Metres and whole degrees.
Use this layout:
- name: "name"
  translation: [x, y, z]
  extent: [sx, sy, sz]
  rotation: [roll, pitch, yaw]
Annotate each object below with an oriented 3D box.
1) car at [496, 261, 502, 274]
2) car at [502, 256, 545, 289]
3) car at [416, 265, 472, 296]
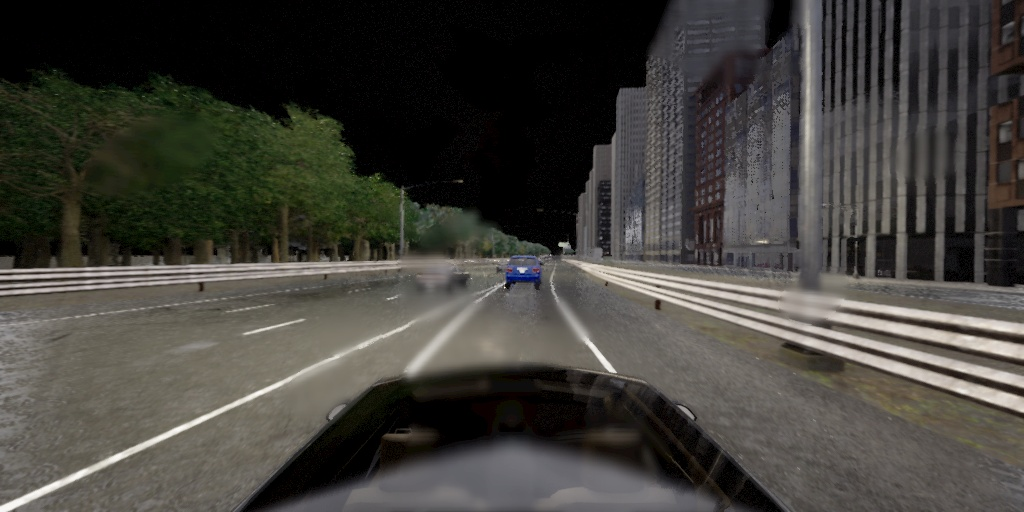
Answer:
- name: "car"
  translation: [-0.598, 1.296, 40.716]
  extent: [2.128, 1.511, 4.902]
  rotation: [1, 0, 8]
- name: "car"
  translation: [0.894, 1.010, 23.913]
  extent: [2.150, 2.045, 5.566]
  rotation: [0, 0, 6]
- name: "car"
  translation: [-3.492, 1.231, 19.222]
  extent: [2.128, 1.511, 4.902]
  rotation: [1, 0, 8]
